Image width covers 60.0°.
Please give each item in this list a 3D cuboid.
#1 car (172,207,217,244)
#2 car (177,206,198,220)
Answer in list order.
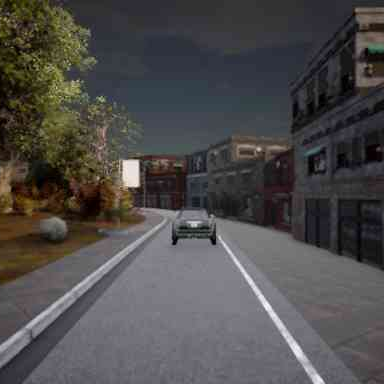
[{"bbox_3d":[0.100,1.593,17.288,2.097,1.767,4.553,0,-2,0],"label":"car"},{"bbox_3d":[-0.643,2.390,38.591,1.895,1.301,4.718,0,-1,-7],"label":"car"}]
